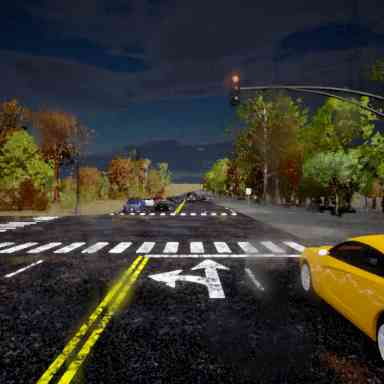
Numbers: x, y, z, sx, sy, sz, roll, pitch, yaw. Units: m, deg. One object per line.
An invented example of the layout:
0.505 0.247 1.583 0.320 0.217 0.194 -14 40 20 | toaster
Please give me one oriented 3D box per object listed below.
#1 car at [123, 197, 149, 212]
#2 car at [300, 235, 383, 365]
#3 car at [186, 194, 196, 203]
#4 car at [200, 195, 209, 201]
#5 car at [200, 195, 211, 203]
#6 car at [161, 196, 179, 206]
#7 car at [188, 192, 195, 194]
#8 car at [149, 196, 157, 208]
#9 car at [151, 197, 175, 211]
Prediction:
-6.712 1.353 39.271 2.097 1.767 4.553 0 0 0 | car
3.346 1.444 5.477 1.882 1.535 5.008 0 1 0 | car
-0.173 1.606 70.796 1.895 1.301 4.718 0 0 0 | car
3.016 1.457 81.711 2.033 1.411 5.357 0 0 0 | car
3.068 1.503 71.556 2.128 1.511 4.902 0 0 0 | car
-3.493 1.509 52.189 1.837 1.490 4.892 0 0 0 | car
-0.231 1.110 80.899 2.150 2.045 5.566 0 0 0 | car
-6.747 1.528 49.160 1.812 1.442 4.674 0 0 0 | car
-3.465 1.602 40.116 1.895 1.301 4.718 0 0 0 | car
